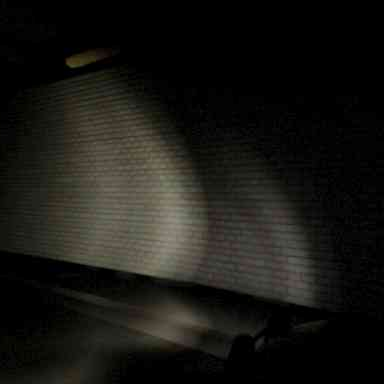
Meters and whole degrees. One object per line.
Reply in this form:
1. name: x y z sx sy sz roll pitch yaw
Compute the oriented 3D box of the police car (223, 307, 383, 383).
1. police car: 2.623 1.434 1.815 5.238 1.638 1.930 0 0 37
